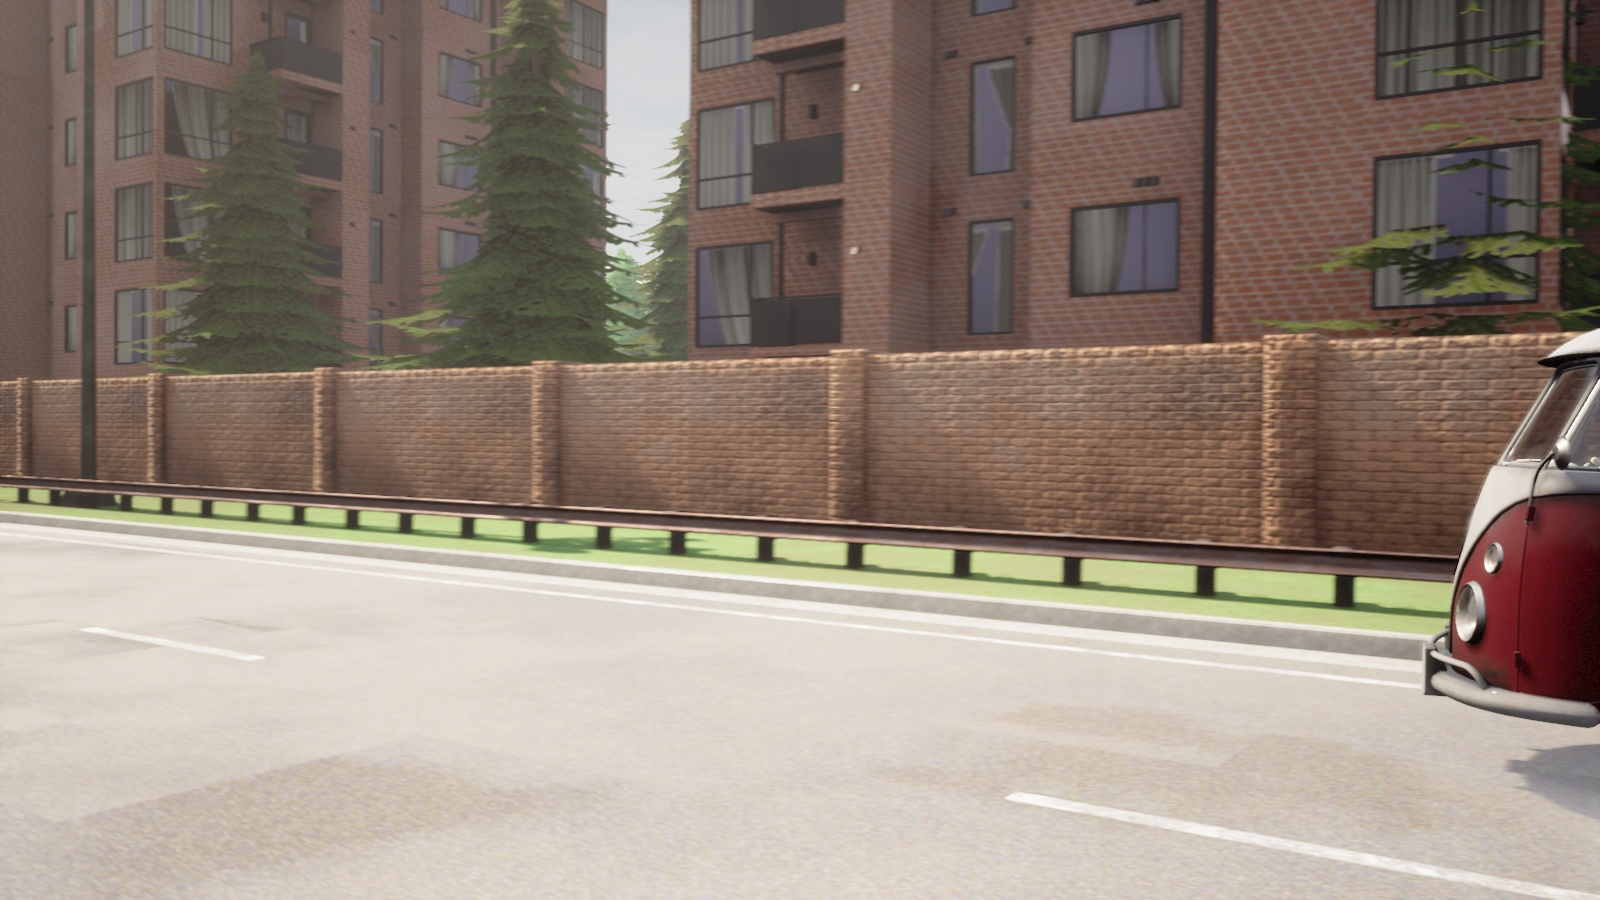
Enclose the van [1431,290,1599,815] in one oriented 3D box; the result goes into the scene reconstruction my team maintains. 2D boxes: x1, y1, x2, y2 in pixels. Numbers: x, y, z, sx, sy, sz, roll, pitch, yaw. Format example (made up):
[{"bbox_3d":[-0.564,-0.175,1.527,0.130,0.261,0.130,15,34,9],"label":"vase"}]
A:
[{"bbox_3d":[4.887,0.377,4.573,4.442,1.987,1.775,0,1,34],"label":"van"}]
